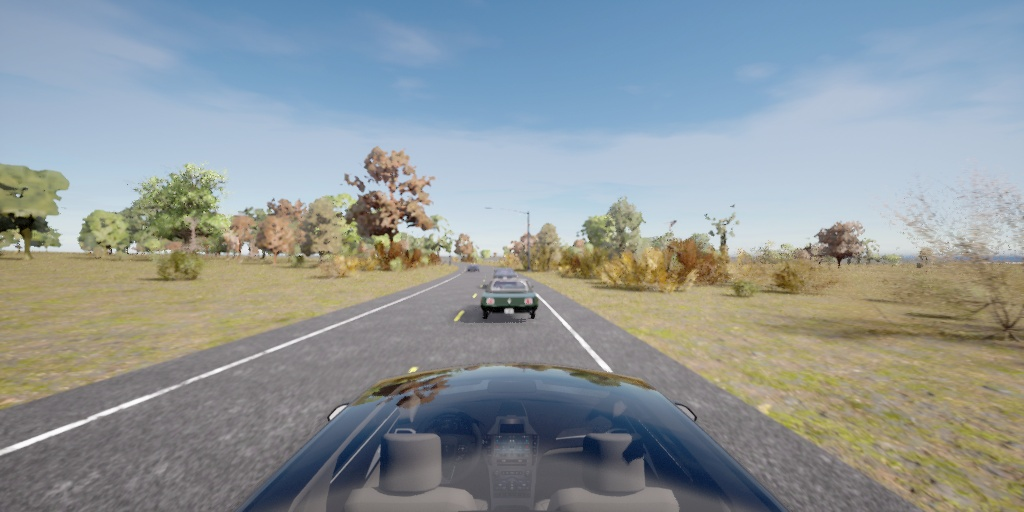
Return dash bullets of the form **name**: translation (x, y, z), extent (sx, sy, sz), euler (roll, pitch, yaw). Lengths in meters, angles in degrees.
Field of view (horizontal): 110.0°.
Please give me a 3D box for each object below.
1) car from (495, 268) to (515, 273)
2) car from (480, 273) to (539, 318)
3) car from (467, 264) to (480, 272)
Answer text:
- **car**: translation (-0.552, 1.591, 27.057), extent (2.033, 1.411, 5.357), euler (0, -1, -2)
- **car**: translation (-0.108, 1.489, 13.573), extent (1.895, 1.301, 4.718), euler (0, -1, -1)
- **car**: translation (-6.279, 1.959, 58.516), extent (1.994, 1.385, 4.181), euler (0, -1, -5)
